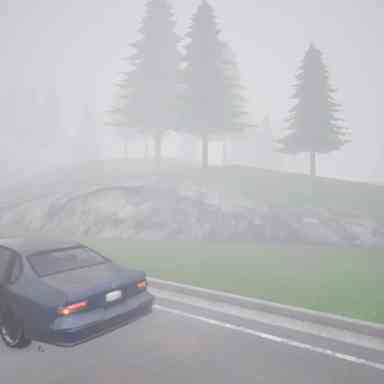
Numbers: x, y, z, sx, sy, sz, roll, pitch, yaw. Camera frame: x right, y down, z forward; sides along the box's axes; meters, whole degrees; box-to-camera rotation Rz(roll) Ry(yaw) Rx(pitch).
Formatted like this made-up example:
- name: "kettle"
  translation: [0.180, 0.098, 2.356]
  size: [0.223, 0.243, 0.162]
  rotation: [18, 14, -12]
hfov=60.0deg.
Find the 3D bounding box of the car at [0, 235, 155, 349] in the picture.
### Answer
- name: "car"
  translation: [-3.169, 1.547, 6.253]
  size: [5.357, 1.411, 2.033]
  rotation: [0, 0, 36]
